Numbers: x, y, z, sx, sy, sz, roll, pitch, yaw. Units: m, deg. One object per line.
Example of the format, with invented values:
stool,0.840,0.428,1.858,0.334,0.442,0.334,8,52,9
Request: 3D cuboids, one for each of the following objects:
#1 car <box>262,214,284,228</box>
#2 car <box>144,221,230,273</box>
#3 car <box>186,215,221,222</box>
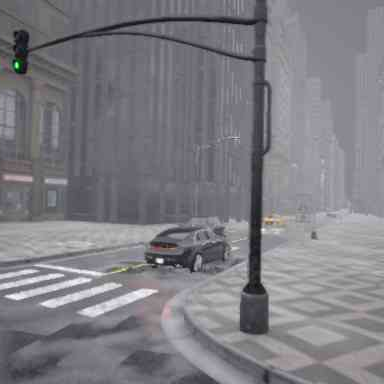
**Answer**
car,9.951,3.463,40.484,1.882,1.535,5.008,1,-3,26
car,0.000,2.116,13.043,1.837,1.490,4.892,1,-3,26
car,0.497,2.278,21.136,2.097,1.767,4.553,1,-3,26
